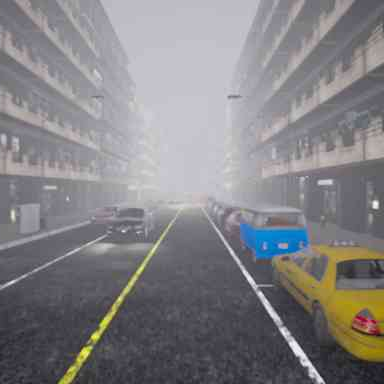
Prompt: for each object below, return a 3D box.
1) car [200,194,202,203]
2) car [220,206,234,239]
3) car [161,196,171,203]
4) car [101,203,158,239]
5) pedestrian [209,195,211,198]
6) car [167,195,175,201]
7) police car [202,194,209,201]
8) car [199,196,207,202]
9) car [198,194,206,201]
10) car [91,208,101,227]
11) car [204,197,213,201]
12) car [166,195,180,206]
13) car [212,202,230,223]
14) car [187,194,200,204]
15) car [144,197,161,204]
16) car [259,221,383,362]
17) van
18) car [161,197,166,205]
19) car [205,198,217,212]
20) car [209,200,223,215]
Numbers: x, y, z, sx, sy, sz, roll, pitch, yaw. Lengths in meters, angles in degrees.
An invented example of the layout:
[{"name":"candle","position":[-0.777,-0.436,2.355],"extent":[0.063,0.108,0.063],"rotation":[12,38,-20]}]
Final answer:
[{"name":"car","position":[2.686,1.492,74.199],"extent":[2.192,1.841,5.009],"rotation":[-1,0,0]},{"name":"car","position":[2.684,1.611,17.351],"extent":[1.802,1.307,4.206],"rotation":[-1,0,0]},{"name":"car","position":[-5.691,1.721,74.203],"extent":[1.887,1.381,4.507],"rotation":[-1,0,0]},{"name":"car","position":[-3.097,1.534,17.473],"extent":[1.837,1.490,4.892],"rotation":[0,0,0]},{"name":"pedestrian","position":[3.007,1.412,55.119],"extent":[0.375,1.860,0.375],"rotation":[-1,1,0]},{"name":"car","position":[-5.691,1.675,91.257],"extent":[1.967,1.590,4.097],"rotation":[-1,0,0]},{"name":"police car","position":[3.007,1.536,52.122],"extent":[1.930,1.638,5.238],"rotation":[0,0,0]},{"name":"car","position":[2.689,1.722,80.052],"extent":[1.752,1.417,4.829],"rotation":[-1,0,0]},{"name":"car","position":[2.688,1.550,91.253],"extent":[2.192,1.841,5.009],"rotation":[-1,0,0]},{"name":"car","position":[-5.696,1.622,23.039],"extent":[1.802,1.307,4.206],"rotation":[-1,0,0]},{"name":"car","position":[2.686,1.661,40.090],"extent":[1.802,1.307,4.206],"rotation":[-1,0,0]},{"name":"car","position":[-3.017,1.677,59.184],"extent":[2.033,1.411,5.357],"rotation":[0,0,1]},{"name":"car","position":[2.684,1.606,23.036],"extent":[1.947,1.339,4.313],"rotation":[-1,0,0]},{"name":"car","position":[0.008,1.511,65.782],"extent":[2.097,1.767,4.553],"rotation":[0,0,0]},{"name":"car","position":[-5.694,1.618,45.609],"extent":[1.752,1.417,4.829],"rotation":[-1,0,0]},{"name":"car","position":[2.682,1.535,6.151],"extent":[1.752,1.417,4.829],"rotation":[-1,0,0]},{"name":"van","position":[2.680,1.360,11.667],"extent":[1.690,1.788,3.998],"rotation":[-1,0,0]},{"name":"car","position":[-5.693,1.685,62.833],"extent":[1.887,1.381,4.507],"rotation":[-1,0,0]},{"name":"car","position":[2.685,1.610,34.405],"extent":[1.887,1.381,4.507],"rotation":[-1,0,0]},{"name":"car","position":[2.685,1.634,28.720],"extent":[1.802,1.307,4.206],"rotation":[-1,0,0]}]
